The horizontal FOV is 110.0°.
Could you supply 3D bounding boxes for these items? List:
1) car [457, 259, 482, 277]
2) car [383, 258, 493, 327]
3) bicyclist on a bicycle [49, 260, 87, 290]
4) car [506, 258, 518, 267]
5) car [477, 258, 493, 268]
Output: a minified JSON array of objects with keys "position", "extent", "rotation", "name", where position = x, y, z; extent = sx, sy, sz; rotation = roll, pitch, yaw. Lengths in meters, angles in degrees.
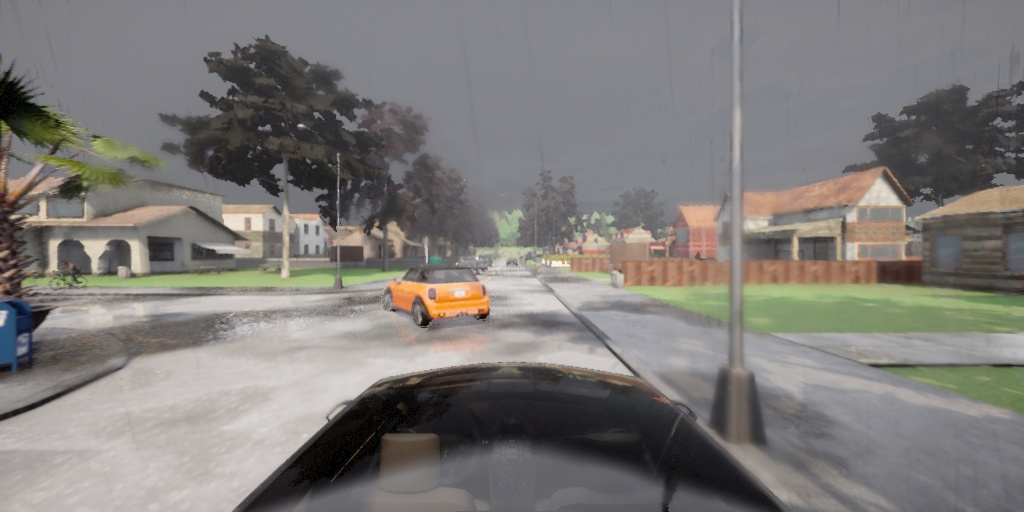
[{"position":[-4.091,1.106,34.850],"extent":[1.837,1.490,4.892],"rotation":[0,0,0],"name":"car"},{"position":[-2.624,1.057,11.721],"extent":[2.097,1.767,4.553],"rotation":[-1,1,-34],"name":"car"},{"position":[-24.280,1.021,19.632],"extent":[0.582,1.620,1.656],"rotation":[0,1,0],"name":"bicyclist on a bicycle"},{"position":[0.013,1.012,60.250],"extent":[1.812,1.442,4.674],"rotation":[0,0,0],"name":"car"},{"position":[-4.005,1.078,54.123],"extent":[1.994,1.385,4.181],"rotation":[0,0,2],"name":"car"}]
